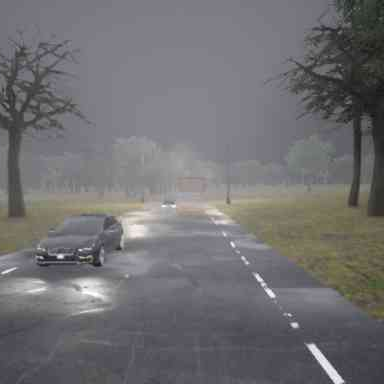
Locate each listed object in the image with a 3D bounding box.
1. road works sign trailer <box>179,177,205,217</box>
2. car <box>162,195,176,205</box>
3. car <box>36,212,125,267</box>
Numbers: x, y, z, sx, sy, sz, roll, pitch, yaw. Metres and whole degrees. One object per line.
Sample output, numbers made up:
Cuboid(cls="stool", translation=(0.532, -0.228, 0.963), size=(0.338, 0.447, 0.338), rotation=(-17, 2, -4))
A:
Cuboid(cls="road works sign trailer", translation=(-0.006, 0.421, 30.914), size=(2.380, 3.560, 2.880), rotation=(0, 0, 0))
Cuboid(cls="car", translation=(-3.576, 1.309, 52.829), size=(1.837, 1.490, 4.892), rotation=(0, 0, 0))
Cuboid(cls="car", translation=(-3.602, 1.518, 11.526), size=(1.837, 1.490, 4.892), rotation=(0, 0, 0))
